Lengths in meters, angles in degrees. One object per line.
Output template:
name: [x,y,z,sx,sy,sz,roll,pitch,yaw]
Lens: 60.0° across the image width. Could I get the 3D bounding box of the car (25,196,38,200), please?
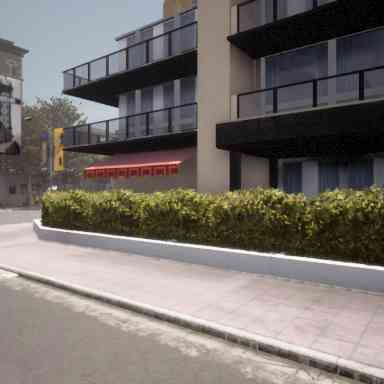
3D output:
car: [-34.532,1.481,68.325,4.892,1.521,2.231,0,0,37]
